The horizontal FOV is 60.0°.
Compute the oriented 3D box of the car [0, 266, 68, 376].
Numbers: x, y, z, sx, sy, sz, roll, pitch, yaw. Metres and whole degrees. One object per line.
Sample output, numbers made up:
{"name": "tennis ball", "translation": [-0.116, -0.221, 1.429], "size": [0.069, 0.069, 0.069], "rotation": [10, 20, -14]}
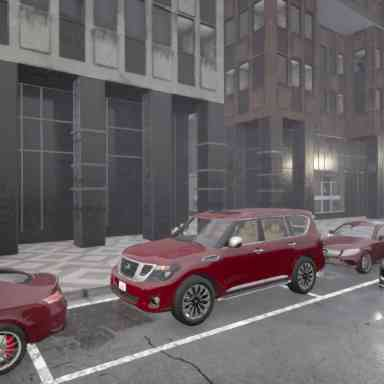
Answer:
{"name": "car", "translation": [-3.730, 1.582, 3.995], "size": [4.206, 1.307, 1.802], "rotation": [0, 0, -35]}

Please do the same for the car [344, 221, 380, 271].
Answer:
{"name": "car", "translation": [5.404, 1.582, 10.484], "size": [4.206, 1.307, 1.802], "rotation": [0, 0, -35]}

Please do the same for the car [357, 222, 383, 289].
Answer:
{"name": "car", "translation": [6.194, 1.491, 7.653], "size": [4.902, 1.511, 2.128], "rotation": [0, 0, -35]}

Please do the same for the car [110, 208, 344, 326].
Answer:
{"name": "car", "translation": [0.837, 1.315, 7.240], "size": [5.009, 1.841, 2.192], "rotation": [0, 0, -35]}
